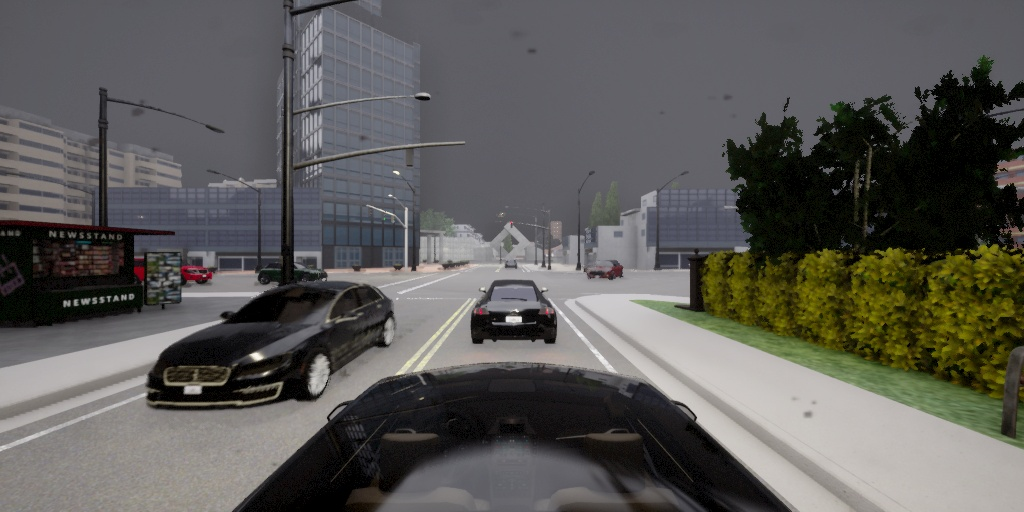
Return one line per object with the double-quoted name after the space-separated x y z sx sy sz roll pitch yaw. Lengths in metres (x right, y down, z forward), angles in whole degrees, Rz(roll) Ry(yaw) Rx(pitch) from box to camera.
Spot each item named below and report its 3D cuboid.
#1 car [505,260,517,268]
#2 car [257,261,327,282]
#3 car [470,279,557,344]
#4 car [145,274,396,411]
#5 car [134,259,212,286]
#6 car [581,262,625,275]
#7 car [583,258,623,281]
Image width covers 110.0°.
-0.166 1.314 60.989 1.994 1.385 4.181 0 0 0 "car"
-16.499 1.210 27.193 4.553 1.767 2.097 -1 0 -1 "car"
0.044 1.314 9.610 1.994 1.385 4.181 0 0 0 "car"
-3.592 1.255 6.468 1.837 1.490 4.892 0 0 0 "car"
-26.016 1.190 27.075 5.566 2.045 2.150 -1 0 -1 "car"
9.677 1.312 38.340 4.181 1.385 1.994 0 0 2 "car"
7.939 1.101 30.684 2.097 1.767 4.553 1 0 31 "car"
